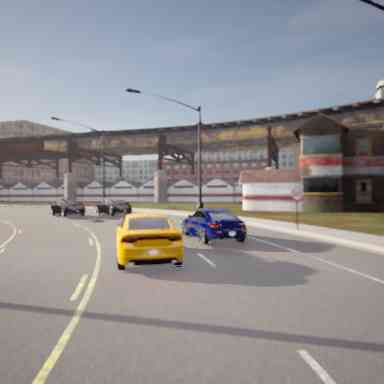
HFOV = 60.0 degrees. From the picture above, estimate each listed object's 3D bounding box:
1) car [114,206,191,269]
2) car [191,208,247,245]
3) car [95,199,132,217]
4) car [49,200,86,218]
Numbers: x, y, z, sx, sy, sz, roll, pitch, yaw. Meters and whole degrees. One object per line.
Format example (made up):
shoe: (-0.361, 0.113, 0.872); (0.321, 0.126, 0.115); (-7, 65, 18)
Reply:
car: (-1.566, 1.436, 11.187); (1.882, 1.535, 5.008); (0, 0, -13)
car: (0.907, 1.446, 15.157); (1.812, 1.442, 4.674); (0, 0, -17)
car: (-7.234, 1.403, 30.405); (2.128, 1.511, 4.902); (0, 0, -38)
car: (-11.201, 1.437, 29.766); (2.128, 1.511, 4.902); (-1, 0, -41)
